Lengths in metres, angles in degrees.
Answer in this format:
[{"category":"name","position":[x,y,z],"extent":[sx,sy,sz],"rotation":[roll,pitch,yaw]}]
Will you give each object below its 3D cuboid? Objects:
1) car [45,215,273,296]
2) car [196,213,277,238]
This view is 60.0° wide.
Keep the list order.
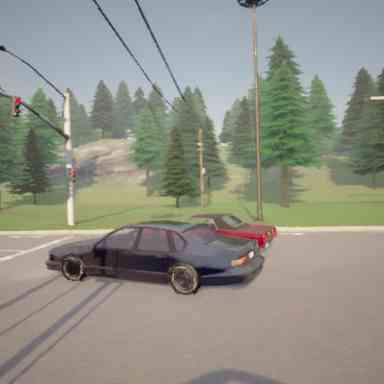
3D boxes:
[{"category":"car","position":[-1.016,1.425,8.105],"extent":[5.357,1.411,2.033],"rotation":[-1,1,25]},{"category":"car","position":[0.310,1.386,11.222],"extent":[4.718,1.301,1.895],"rotation":[-1,1,27]}]
